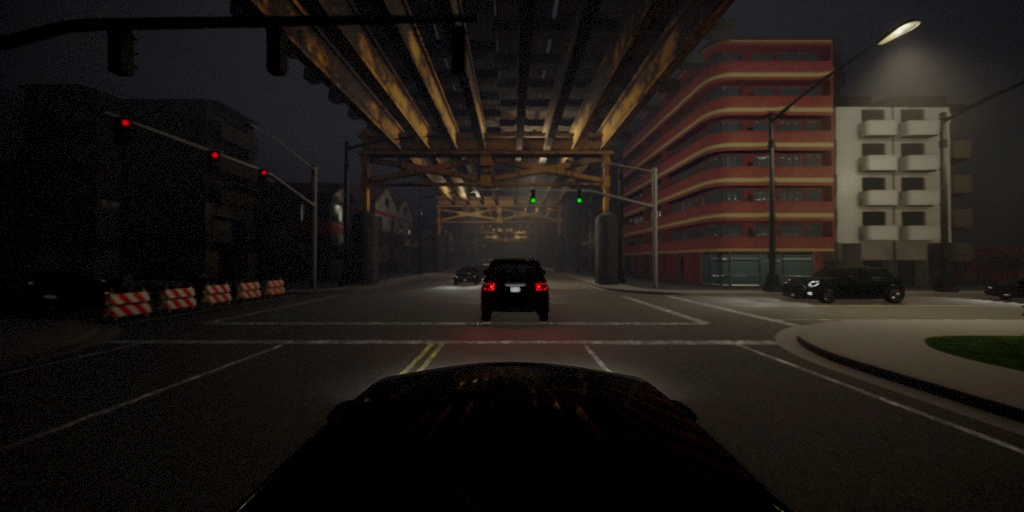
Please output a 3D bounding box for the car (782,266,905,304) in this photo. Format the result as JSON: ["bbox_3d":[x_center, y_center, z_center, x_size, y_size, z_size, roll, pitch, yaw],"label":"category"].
[{"bbox_3d":[15.656,1.272,17.155,4.553,1.767,2.097,0,-1,0],"label":"car"}]

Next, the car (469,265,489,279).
[{"bbox_3d":[-3.595,1.696,39.836,1.812,1.442,4.674,0,-1,0],"label":"car"}]

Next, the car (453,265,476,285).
[{"bbox_3d":[-3.600,1.585,29.747,1.812,1.442,4.674,0,-1,0],"label":"car"}]

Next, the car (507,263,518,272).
[{"bbox_3d":[0.096,1.856,60.518,1.812,1.442,4.674,0,0,0],"label":"car"}]

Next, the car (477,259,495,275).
[{"bbox_3d":[-3.582,1.494,50.582,2.150,2.045,5.566,0,0,0],"label":"car"}]

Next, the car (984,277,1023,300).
[{"bbox_3d":[26.273,1.467,17.103,5.357,1.411,2.033,0,-1,0],"label":"car"}]

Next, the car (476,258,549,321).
[{"bbox_3d":[0.099,1.101,13.275,2.150,2.045,5.566,0,0,0],"label":"car"}]
